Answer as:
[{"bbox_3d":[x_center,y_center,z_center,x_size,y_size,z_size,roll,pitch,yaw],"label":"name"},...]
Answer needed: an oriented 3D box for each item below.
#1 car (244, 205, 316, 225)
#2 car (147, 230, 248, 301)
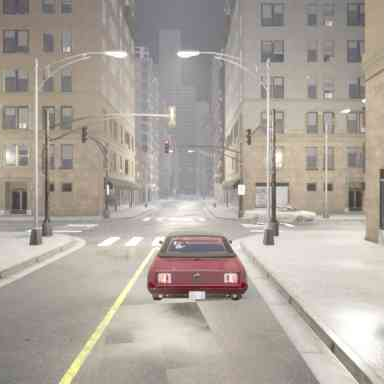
[{"bbox_3d":[6.001,1.582,23.276,4.718,1.301,1.895,0,0,5],"label":"car"},{"bbox_3d":[0.090,1.601,8.304,1.895,1.301,4.718,0,0,0],"label":"car"}]
